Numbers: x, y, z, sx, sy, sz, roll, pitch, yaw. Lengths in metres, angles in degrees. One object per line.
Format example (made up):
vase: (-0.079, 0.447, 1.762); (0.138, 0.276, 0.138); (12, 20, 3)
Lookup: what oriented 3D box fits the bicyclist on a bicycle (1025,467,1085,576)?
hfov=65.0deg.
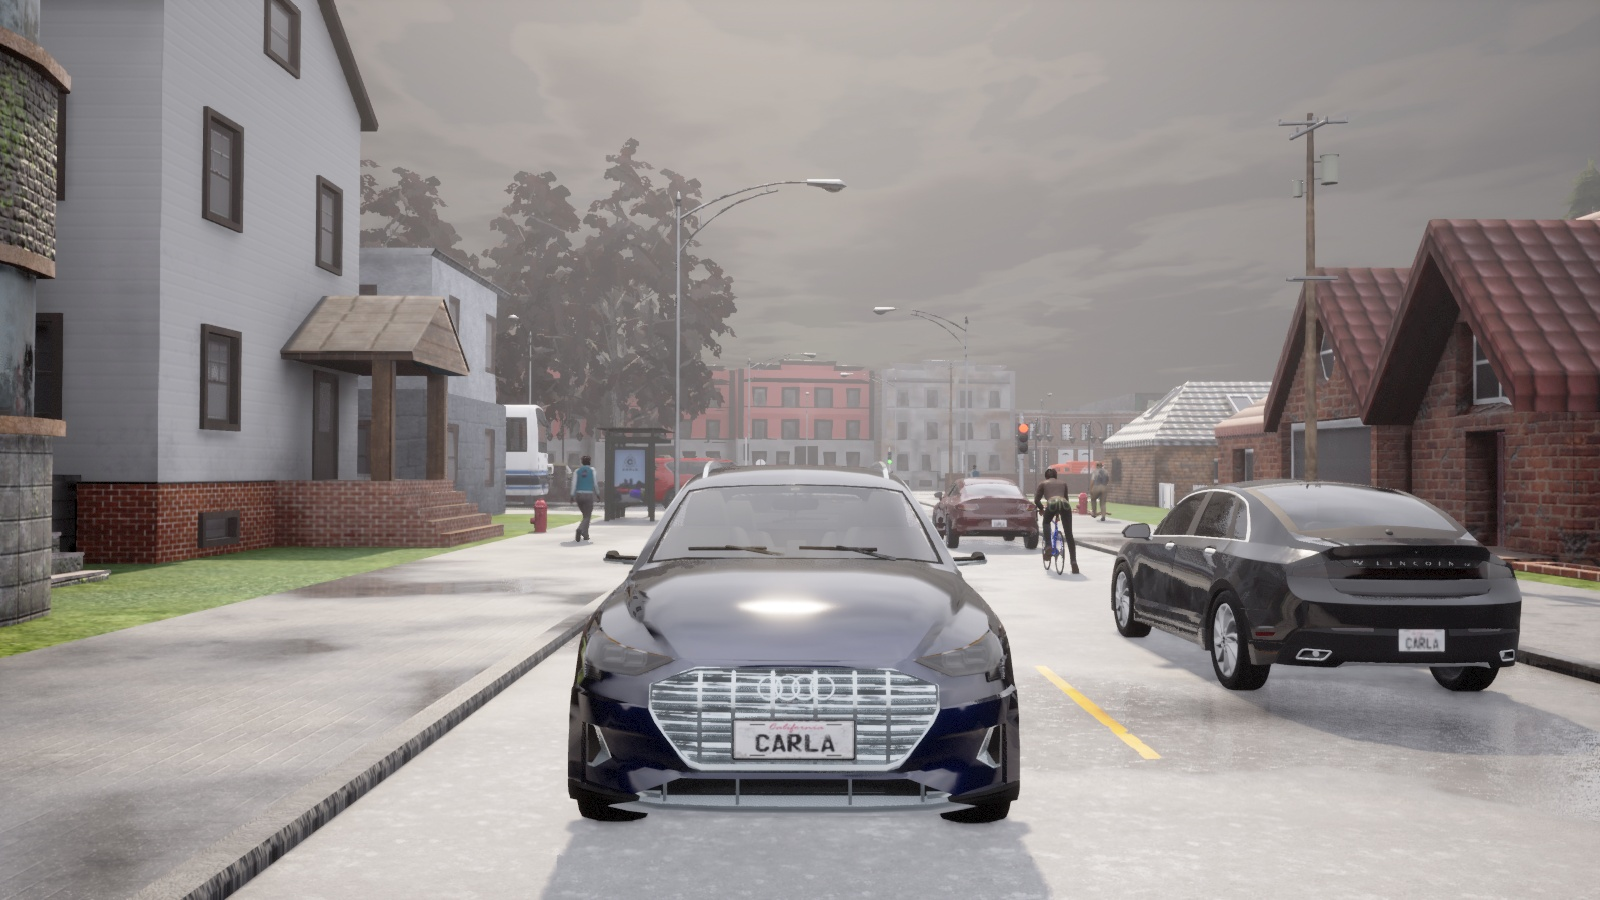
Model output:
bicyclist on a bicycle: (3.948, 1.079, 19.545); (0.582, 1.620, 1.656); (0, -1, 0)

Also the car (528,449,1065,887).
car: (-0.020, 0.865, 7.198); (2.033, 1.649, 4.856); (0, -1, 0)

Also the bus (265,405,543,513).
bus: (-16.065, 0.369, 51.740); (10.273, 4.253, 3.944); (0, -1, -4)

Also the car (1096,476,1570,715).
car: (3.973, 0.979, 10.446); (1.837, 1.490, 4.892); (0, -1, 0)

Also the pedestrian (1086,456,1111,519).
pedestrian: (8.928, 1.118, 37.572); (0.540, 1.848, 0.694); (0, -1, -2)

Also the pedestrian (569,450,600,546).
pedestrian: (-4.403, 0.972, 25.706); (0.396, 1.930, 0.692); (0, -1, 13)

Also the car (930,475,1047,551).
car: (3.920, 1.274, 26.825); (1.812, 1.442, 4.674); (0, -1, 1)

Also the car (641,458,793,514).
car: (-3.208, 1.354, 48.229); (5.566, 2.045, 2.150); (0, -1, -12)
